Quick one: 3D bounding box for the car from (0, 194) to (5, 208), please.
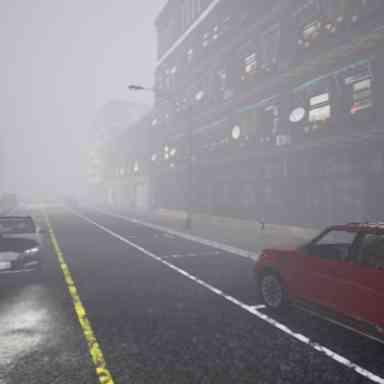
[{"bbox_3d":[-14.108,1.221,22.092,2.192,1.841,5.009,1,0,-25],"label":"car"}]

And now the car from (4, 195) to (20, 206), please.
[{"bbox_3d":[-28.431,1.264,52.727,1.967,1.590,4.097,1,0,-25],"label":"car"}]

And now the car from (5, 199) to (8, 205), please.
[{"bbox_3d":[-16.499,1.474,27.197,1.802,1.307,4.206,1,0,-25],"label":"car"}]

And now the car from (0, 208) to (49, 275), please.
[{"bbox_3d":[-5.522,1.457,10.070,2.128,1.511,4.902,1,0,-25],"label":"car"}]

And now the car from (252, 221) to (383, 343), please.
[{"bbox_3d":[3.034,1.359,5.214,2.192,1.841,5.009,1,0,-25],"label":"car"}]

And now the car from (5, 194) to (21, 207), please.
[{"bbox_3d":[-26.042,1.153,47.622,2.192,1.841,5.009,1,0,-25],"label":"car"}]

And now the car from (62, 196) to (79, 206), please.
[{"bbox_3d":[-18.524,1.450,51.321,1.752,1.417,4.829,1,0,-25],"label":"car"}]

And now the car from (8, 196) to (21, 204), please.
[{"bbox_3d":[-30.819,1.354,57.833,1.887,1.381,4.507,1,0,-25],"label":"car"}]

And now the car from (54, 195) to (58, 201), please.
[{"bbox_3d":[-32.773,1.390,81.801,2.008,1.369,4.403,1,0,-25],"label":"car"}]

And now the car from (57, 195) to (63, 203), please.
[{"bbox_3d":[-23.226,1.442,61.378,1.887,1.381,4.507,1,0,-25],"label":"car"}]
